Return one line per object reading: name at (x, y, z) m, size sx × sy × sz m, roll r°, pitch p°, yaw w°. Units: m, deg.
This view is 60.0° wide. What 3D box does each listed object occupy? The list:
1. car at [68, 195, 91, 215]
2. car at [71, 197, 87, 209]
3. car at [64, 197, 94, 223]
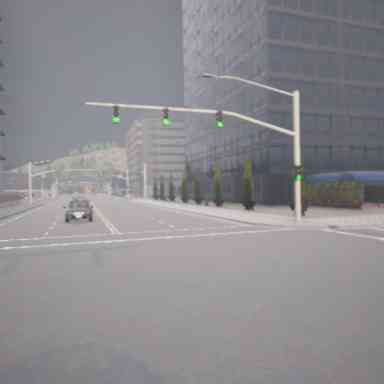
car at (-11.798, 1.281, 34.828) m, size 2.097 × 1.767 × 4.553 m, roll -1°, pitch 1°, yaw -18°
car at (-15.005, 1.437, 44.362) m, size 1.812 × 1.442 × 4.674 m, roll -1°, pitch 1°, yaw -18°
car at (-8.657, 1.438, 25.509) m, size 2.128 × 1.511 × 4.902 m, roll -1°, pitch 1°, yaw -18°
